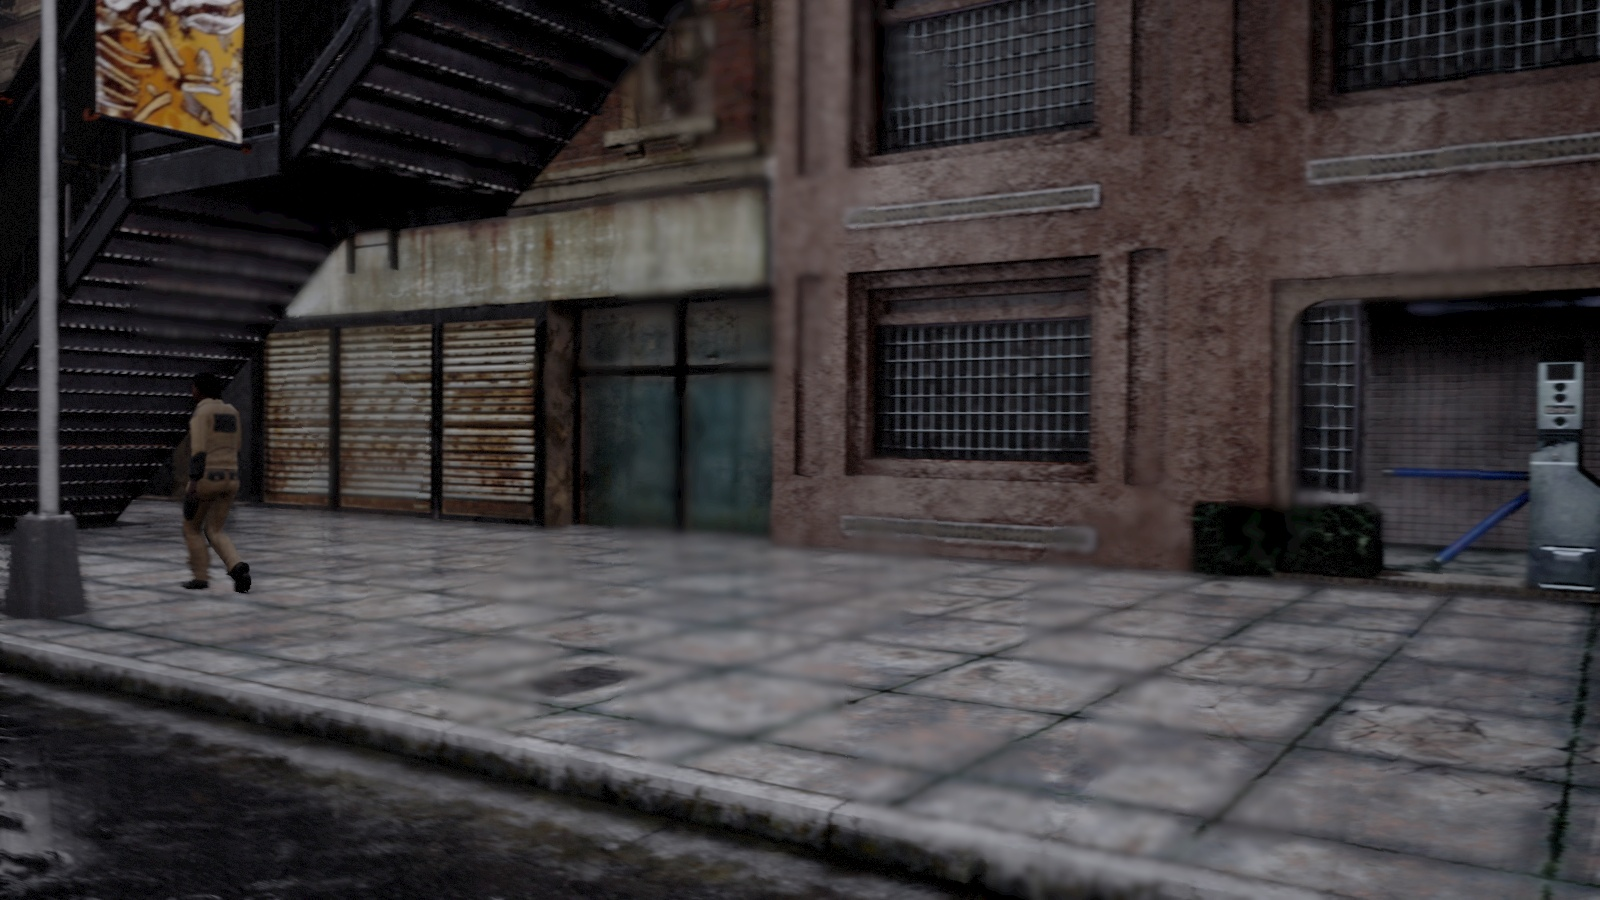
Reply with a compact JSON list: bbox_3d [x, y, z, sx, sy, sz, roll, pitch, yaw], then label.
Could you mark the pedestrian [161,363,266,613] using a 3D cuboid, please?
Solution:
[{"bbox_3d":[-4.695,0.293,10.049,0.692,1.930,0.396,0,1,28],"label":"pedestrian"}]
